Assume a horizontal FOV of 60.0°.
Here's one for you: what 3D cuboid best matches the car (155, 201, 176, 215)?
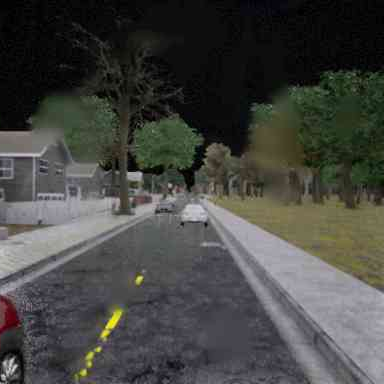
[{"bbox_3d":[-2.784,1.644,35.446,1.994,1.385,4.181,0,0,0],"label":"car"}]

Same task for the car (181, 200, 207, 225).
[{"bbox_3d":[0.144,1.589,24.266,1.812,1.442,4.674,0,0,0],"label":"car"}]

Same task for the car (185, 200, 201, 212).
[{"bbox_3d":[0.170,1.698,41.835,1.895,1.301,4.718,0,0,0],"label":"car"}]

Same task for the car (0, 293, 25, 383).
[{"bbox_3d":[-2.847,1.351,1.660,2.097,1.767,4.553,0,0,0],"label":"car"}]
